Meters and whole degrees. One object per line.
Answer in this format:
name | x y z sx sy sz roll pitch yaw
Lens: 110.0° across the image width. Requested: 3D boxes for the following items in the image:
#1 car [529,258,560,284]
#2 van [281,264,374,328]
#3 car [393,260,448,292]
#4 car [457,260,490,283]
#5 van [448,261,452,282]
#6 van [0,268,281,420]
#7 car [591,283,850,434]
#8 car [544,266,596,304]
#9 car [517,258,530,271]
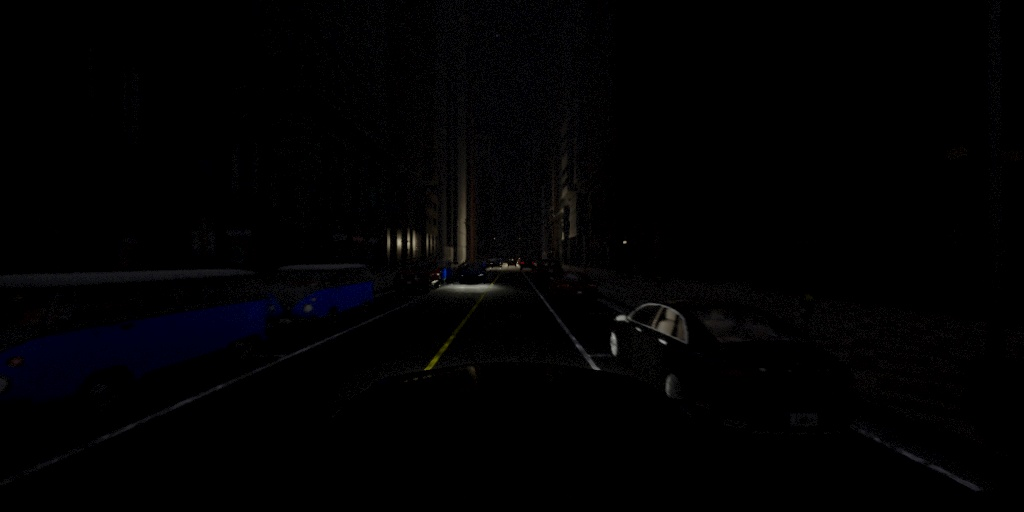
car | 2.770 1.195 28.113 2.192 1.841 5.009 0 0 0
van | -5.760 1.137 11.192 1.690 1.789 3.998 0 0 0
car | -5.756 1.166 22.465 2.192 1.841 5.009 0 0 0
car | -3.087 1.364 29.372 1.882 1.535 5.008 0 0 0
van | -5.755 1.221 28.101 1.690 1.789 3.998 0 0 0
van | -5.761 1.109 5.556 1.690 1.789 3.998 0 0 0
car | 2.764 1.319 5.570 2.007 1.370 4.403 0 0 0
car | 2.767 1.368 16.842 1.888 1.381 4.507 0 0 0
car | 2.409 1.270 57.645 2.150 2.045 5.566 0 0 0
